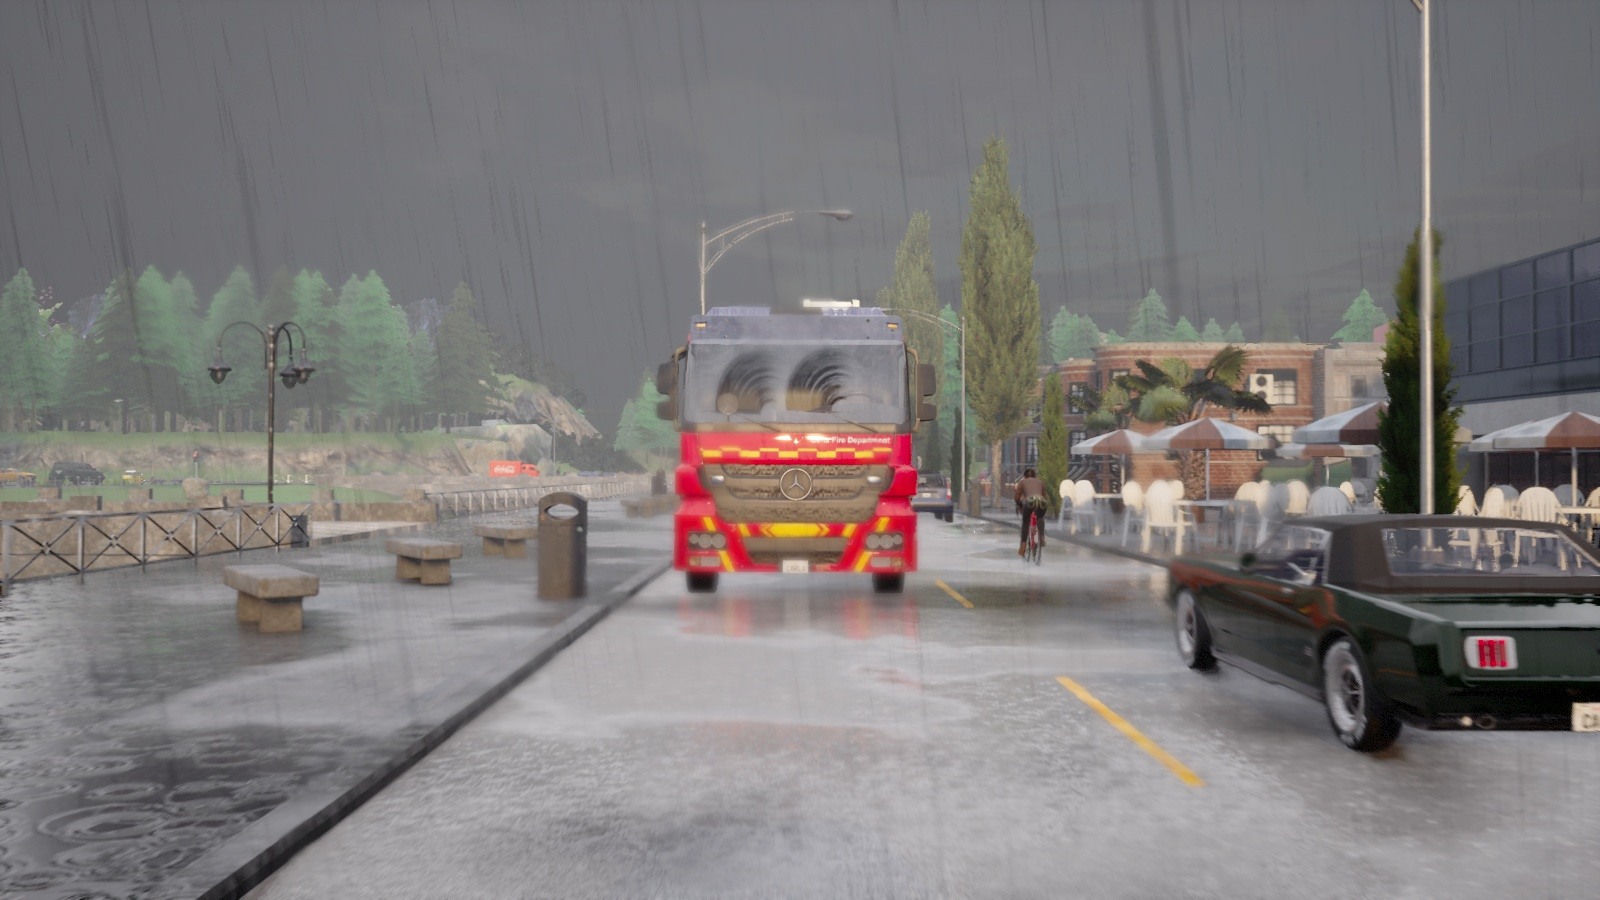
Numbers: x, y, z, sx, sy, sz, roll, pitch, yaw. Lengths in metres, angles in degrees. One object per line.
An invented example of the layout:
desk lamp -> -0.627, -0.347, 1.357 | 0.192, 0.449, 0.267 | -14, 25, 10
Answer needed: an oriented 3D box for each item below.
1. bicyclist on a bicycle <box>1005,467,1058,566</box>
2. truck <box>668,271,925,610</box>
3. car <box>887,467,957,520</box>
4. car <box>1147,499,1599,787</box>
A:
bicyclist on a bicycle -> 3.943, 1.111, 21.476 | 0.582, 1.620, 1.656 | 0, -1, 0
truck -> -0.053, -0.041, 18.432 | 2.891, 3.827, 8.468 | 0, -1, 0
car -> 3.893, 1.377, 40.633 | 1.851, 1.617, 3.988 | 0, -1, 0
car -> 3.977, 1.042, 8.554 | 1.895, 1.301, 4.718 | 0, -1, 0
